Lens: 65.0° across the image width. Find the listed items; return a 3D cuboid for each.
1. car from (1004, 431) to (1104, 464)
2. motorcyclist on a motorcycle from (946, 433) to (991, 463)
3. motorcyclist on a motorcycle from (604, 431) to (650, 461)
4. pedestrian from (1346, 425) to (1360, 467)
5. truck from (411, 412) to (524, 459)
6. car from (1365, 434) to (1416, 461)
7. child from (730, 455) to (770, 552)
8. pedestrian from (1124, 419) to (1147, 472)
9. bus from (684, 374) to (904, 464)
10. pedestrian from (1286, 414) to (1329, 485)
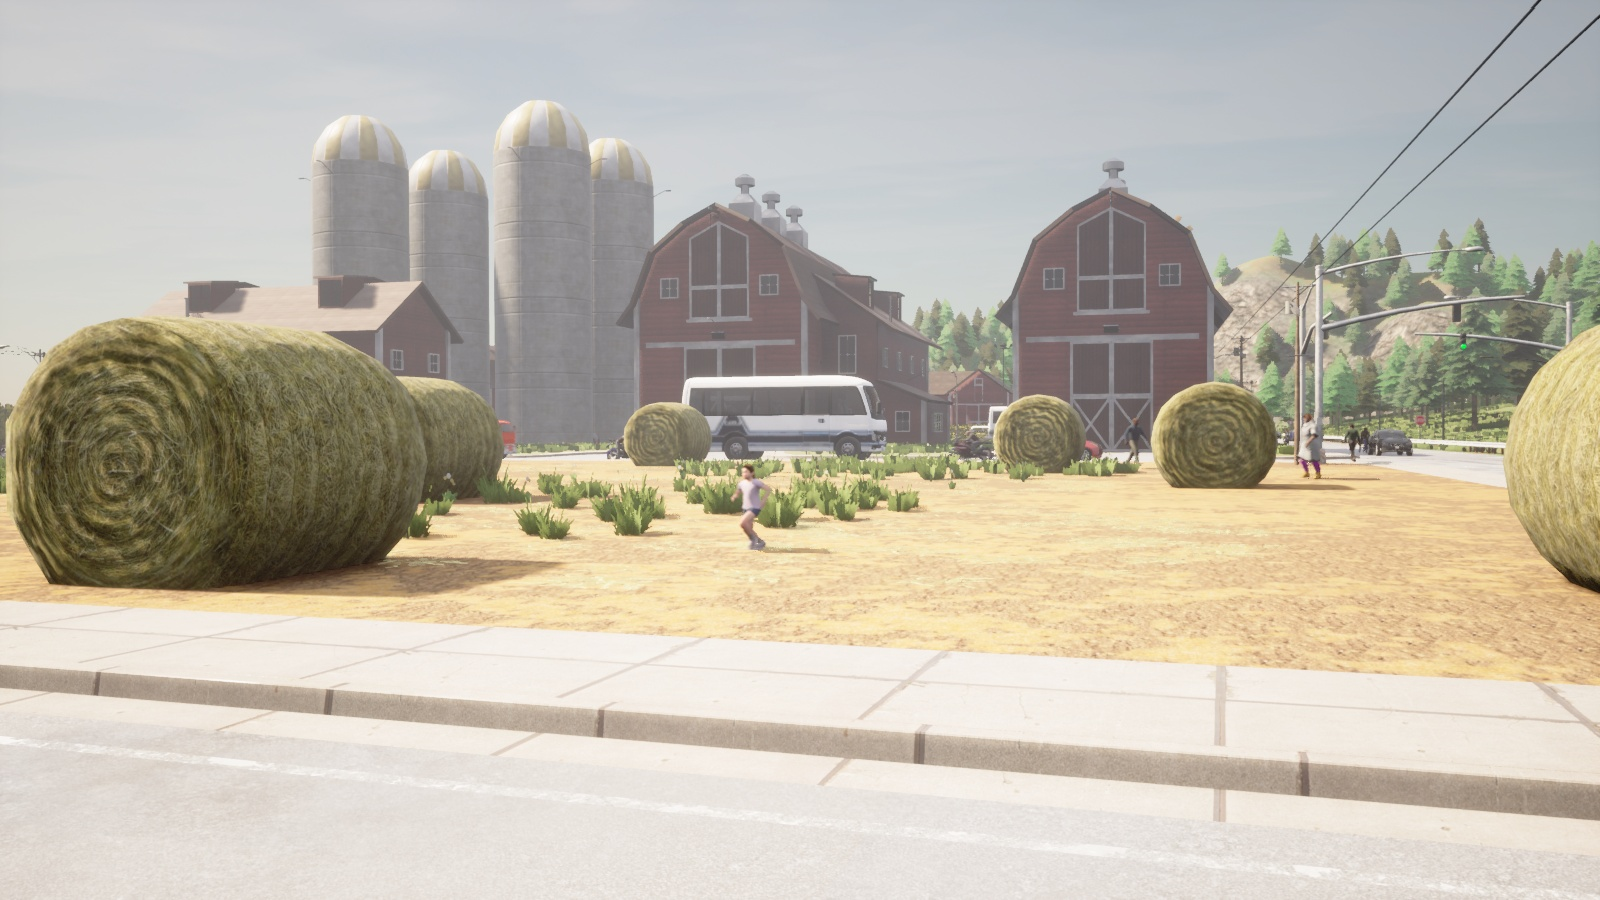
[{"bbox_3d":[11.986,-0.126,59.228,4.514,1.525,2.007,0,1,15],"label":"car"},{"bbox_3d":[8.565,-0.117,63.749,2.191,1.530,0.866,0,1,15],"label":"motorcyclist on a motorcycle"},{"bbox_3d":[-8.915,-0.212,64.734,2.191,1.530,0.866,1,1,15],"label":"motorcyclist on a motorcycle"},{"bbox_3d":[25.478,-0.194,57.873,0.423,1.949,0.788,0,1,12],"label":"pedestrian"},{"bbox_3d":[-17.734,-0.794,67.056,5.204,2.467,2.627,1,1,15],"label":"truck"},{"bbox_3d":[33.967,-0.165,72.361,1.837,1.490,4.892,0,1,16],"label":"car"},{"bbox_3d":[-0.585,0.624,14.745,0.255,1.110,0.394,1,1,41],"label":"child"},{"bbox_3d":[11.783,-0.176,44.090,0.370,1.835,0.726,0,1,-25],"label":"pedestrian"},{"bbox_3d":[-0.240,-1.542,62.431,10.273,4.253,3.944,0,1,15],"label":"bus"},{"bbox_3d":[14.098,-0.019,34.873,0.873,1.952,0.659,0,1,-13],"label":"pedestrian"}]
